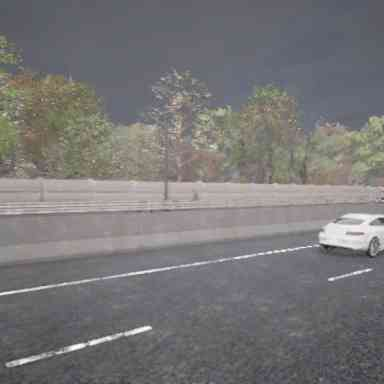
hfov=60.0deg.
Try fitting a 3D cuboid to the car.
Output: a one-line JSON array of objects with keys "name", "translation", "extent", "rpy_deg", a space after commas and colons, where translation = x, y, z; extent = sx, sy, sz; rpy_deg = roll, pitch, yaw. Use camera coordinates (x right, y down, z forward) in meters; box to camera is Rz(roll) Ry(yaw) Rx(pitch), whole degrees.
[{"name": "car", "translation": [6.794, 1.547, 12.890], "extent": [4.674, 1.442, 1.812], "rpy_deg": [0, 0, -36]}]
